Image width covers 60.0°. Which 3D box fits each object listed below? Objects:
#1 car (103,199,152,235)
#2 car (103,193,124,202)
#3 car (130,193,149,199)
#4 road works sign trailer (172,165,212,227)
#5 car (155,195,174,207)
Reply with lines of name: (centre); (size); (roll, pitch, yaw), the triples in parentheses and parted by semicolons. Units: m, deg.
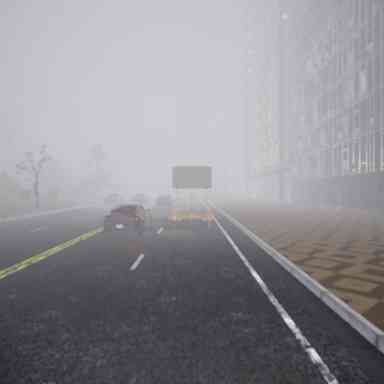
car: (-3.161, 1.279, 16.784); (1.812, 1.442, 4.674); (0, 1, 0)
car: (-9.849, 0.954, 42.179); (1.837, 1.490, 4.892); (0, 0, 0)
car: (-6.603, 0.929, 41.791); (1.882, 1.535, 5.008); (0, 0, 0)
road works sign trailer: (-0.009, 0.171, 20.216); (2.380, 3.560, 2.880); (0, 1, 0)
car: (-3.176, 1.031, 38.905); (2.033, 1.411, 5.357); (0, 1, 0)
